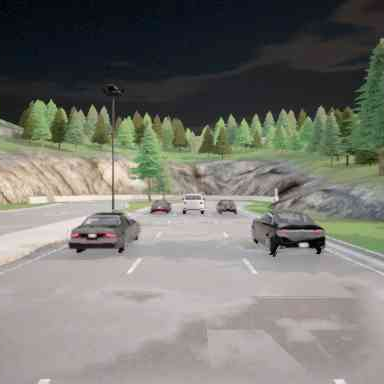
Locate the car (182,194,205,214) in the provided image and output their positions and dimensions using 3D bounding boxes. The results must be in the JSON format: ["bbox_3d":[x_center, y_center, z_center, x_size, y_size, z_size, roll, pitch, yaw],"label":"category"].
[{"bbox_3d":[0.151,1.221,35.130,2.150,2.045,5.566,0,0,0],"label":"car"}]

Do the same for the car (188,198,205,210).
[{"bbox_3d":[0.649,1.564,44.480,1.994,1.385,4.181,0,0,6],"label":"car"}]

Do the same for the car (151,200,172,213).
[{"bbox_3d":[-3.329,1.563,36.437,1.994,1.385,4.181,0,0,1],"label":"car"}]

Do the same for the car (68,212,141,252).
[{"bbox_3d":[-3.396,1.547,13.847,2.033,1.411,5.357,0,0,0],"label":"car"}]

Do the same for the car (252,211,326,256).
[{"bbox_3d":[3.605,1.491,13.147,2.128,1.511,4.902,0,0,0],"label":"car"}]

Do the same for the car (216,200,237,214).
[{"bbox_3d":[3.641,1.547,35.401,2.033,1.411,5.357,0,0,1],"label":"car"}]
